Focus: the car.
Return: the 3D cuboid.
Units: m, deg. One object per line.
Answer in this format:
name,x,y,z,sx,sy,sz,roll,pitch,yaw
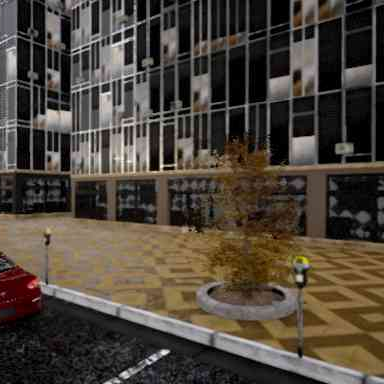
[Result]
car,-4.356,1.582,5.977,4.206,1.307,1.802,0,0,35
